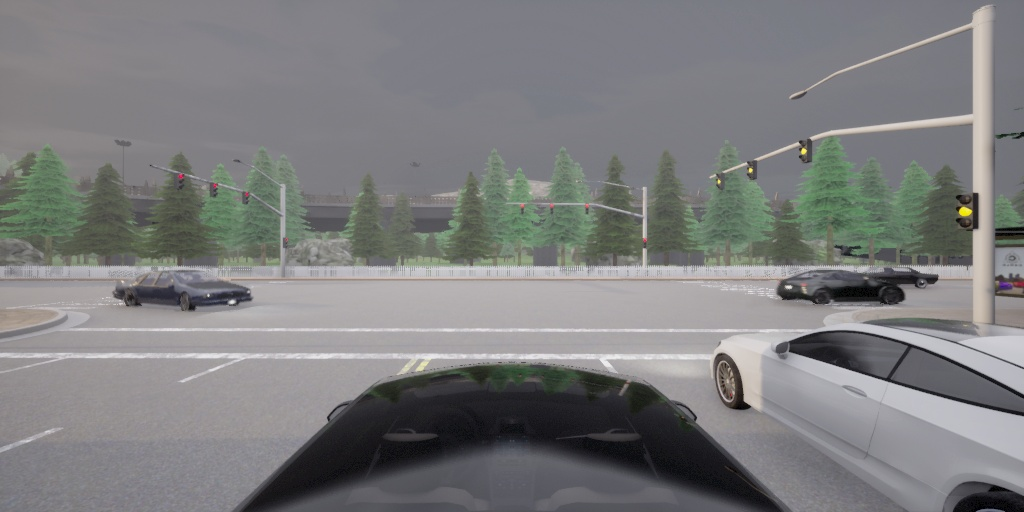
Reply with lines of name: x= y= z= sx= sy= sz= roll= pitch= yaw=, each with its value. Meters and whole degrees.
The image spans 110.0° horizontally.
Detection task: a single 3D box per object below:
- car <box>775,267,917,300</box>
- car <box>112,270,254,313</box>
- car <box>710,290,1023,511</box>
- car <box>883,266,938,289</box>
car: x=13.476 y=1.259 z=14.875 sx=4.181 sy=1.385 sz=1.994 roll=0 pitch=0 yaw=0
car: x=-12.755 y=1.262 z=13.881 sx=5.357 sy=1.411 sz=2.033 roll=1 pitch=0 yaw=17
car: x=3.656 y=1.276 z=3.149 sx=1.812 sy=1.442 sz=4.674 roll=0 pitch=0 yaw=2
car: x=22.861 y=1.295 z=22.055 sx=4.718 sy=1.301 sz=1.895 roll=0 pitch=0 yaw=0
